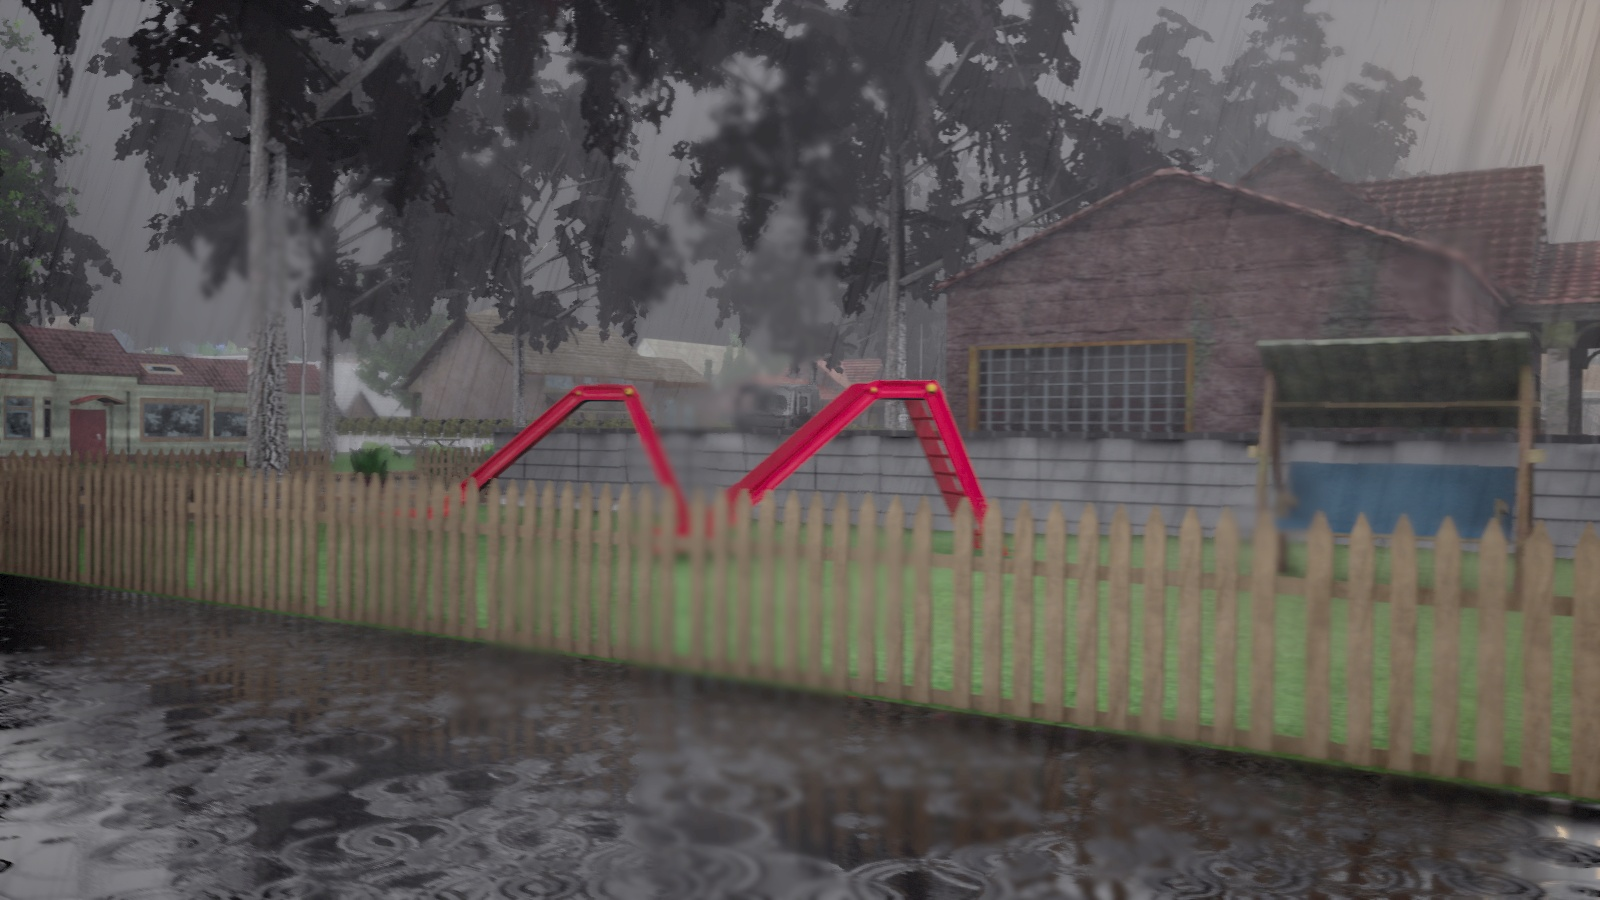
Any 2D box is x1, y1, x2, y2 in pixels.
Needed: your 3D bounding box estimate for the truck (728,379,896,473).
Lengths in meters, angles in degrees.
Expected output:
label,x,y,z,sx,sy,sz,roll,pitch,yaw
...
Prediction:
label,x,y,z,sx,sy,sz,roll,pitch,yaw
truck,0.653,-0.948,50.673,2.891,3.462,7.936,0,1,34
